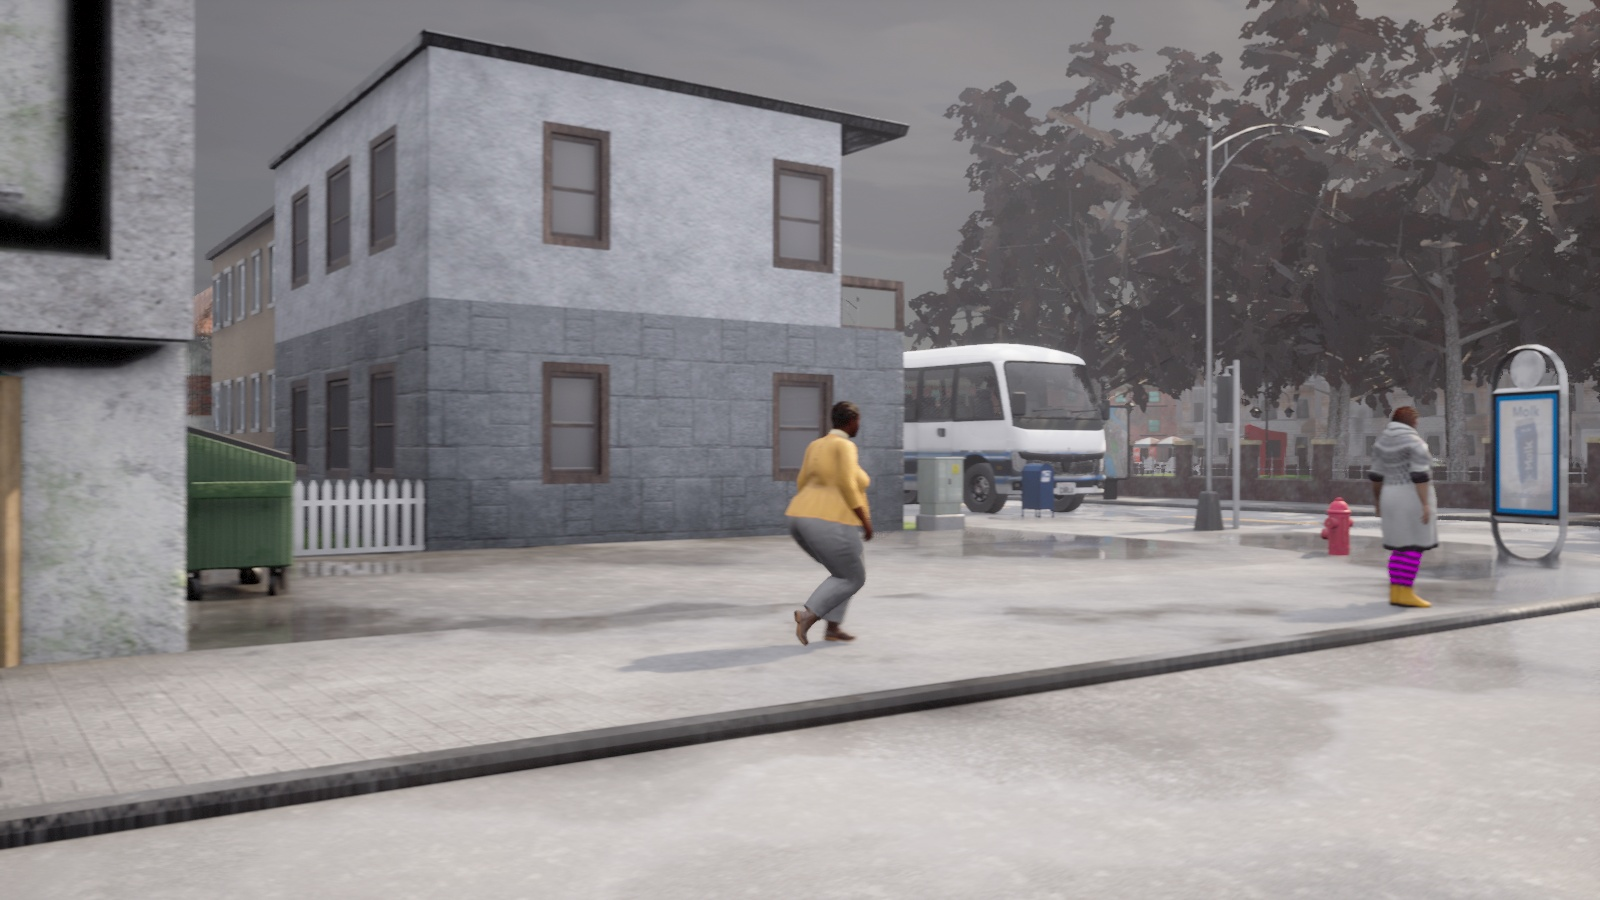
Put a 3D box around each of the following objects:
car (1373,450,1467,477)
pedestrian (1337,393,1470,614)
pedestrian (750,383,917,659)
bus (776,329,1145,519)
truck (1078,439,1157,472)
[{"bbox_3d":[36.117,0.787,73.235,2.007,1.525,4.514,0,0,-35],"label":"car"},{"bbox_3d":[5.493,0.470,11.456,0.873,1.952,0.659,0,0,-7],"label":"pedestrian"},{"bbox_3d":[0.227,0.476,9.025,0.900,1.855,0.874,0,0,-25],"label":"pedestrian"},{"bbox_3d":[3.815,-0.560,33.452,3.944,4.253,10.273,0,0,-34],"label":"bus"},{"bbox_3d":[23.964,0.432,94.794,5.204,2.467,2.627,0,-1,30],"label":"truck"}]
